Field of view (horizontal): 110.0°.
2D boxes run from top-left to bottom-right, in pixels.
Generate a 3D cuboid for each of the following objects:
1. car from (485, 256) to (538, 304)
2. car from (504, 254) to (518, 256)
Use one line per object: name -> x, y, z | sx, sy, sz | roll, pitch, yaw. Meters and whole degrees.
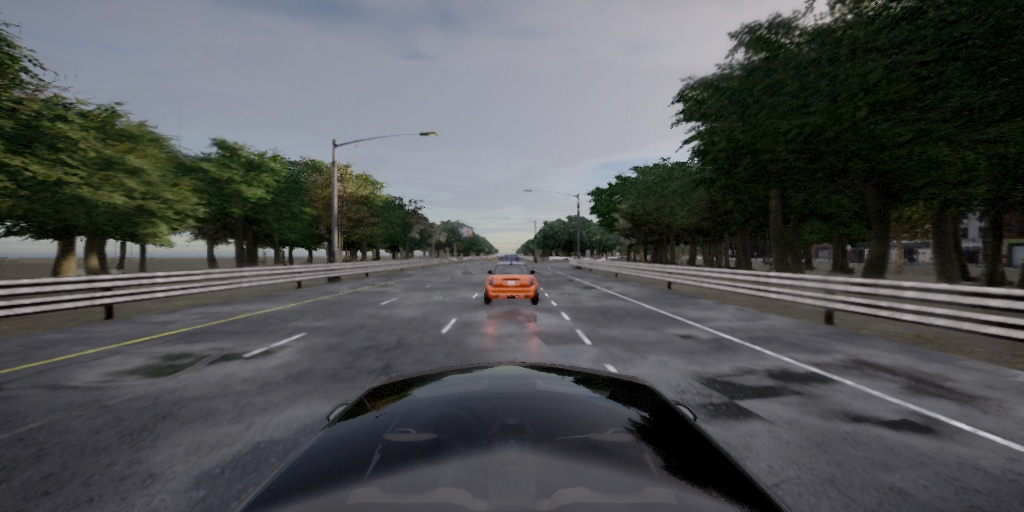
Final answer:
car -> -0.029, 1.041, 16.004 | 2.097, 1.767, 4.553 | 0, 0, 0
car -> -0.070, 0.802, 42.200 | 2.150, 2.045, 5.566 | 0, 0, 0
